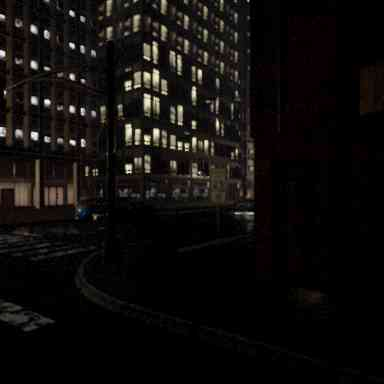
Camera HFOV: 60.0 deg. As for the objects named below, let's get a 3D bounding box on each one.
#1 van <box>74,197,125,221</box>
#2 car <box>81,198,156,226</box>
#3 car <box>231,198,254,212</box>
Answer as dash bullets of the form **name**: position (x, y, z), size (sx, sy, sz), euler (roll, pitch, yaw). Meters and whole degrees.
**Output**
- **van**: position (-6.432, 1.221, 23.837), size (1.690, 1.788, 3.998), euler (-1, 0, 36)
- **car**: position (-4.452, 1.353, 22.149), size (2.128, 1.511, 4.902), euler (0, 0, 36)
- **car**: position (6.667, 1.427, 37.569), size (1.812, 1.442, 4.674), euler (0, 0, 36)
